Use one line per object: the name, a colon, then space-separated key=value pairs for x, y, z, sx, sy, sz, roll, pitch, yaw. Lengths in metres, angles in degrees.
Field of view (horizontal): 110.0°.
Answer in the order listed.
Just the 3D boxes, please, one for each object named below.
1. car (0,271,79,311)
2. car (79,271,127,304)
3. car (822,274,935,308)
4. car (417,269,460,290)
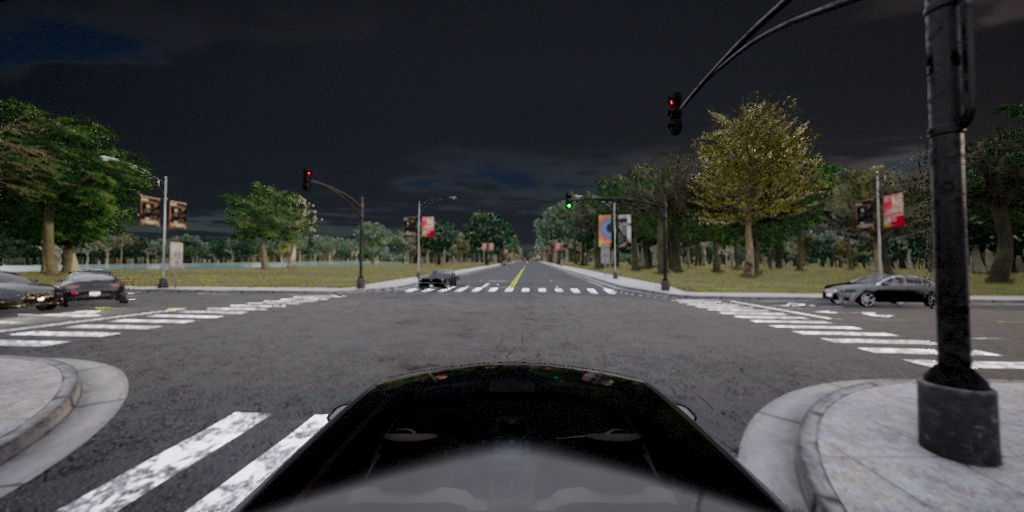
car: x=-18.681 y=1.229 z=12.520 sx=4.892 sy=1.490 sz=1.837 roll=0 pitch=-2 yaw=3
car: x=-18.321 y=1.365 z=15.673 sx=4.674 sy=1.442 sz=1.812 roll=-1 pitch=0 yaw=39
car: x=17.724 y=1.622 z=17.126 sx=4.902 sy=1.511 sz=2.128 roll=0 pitch=-2 yaw=3
car: x=-4.977 y=1.597 z=24.902 sx=1.895 sy=1.301 sz=4.718 roll=0 pitch=0 yaw=4
